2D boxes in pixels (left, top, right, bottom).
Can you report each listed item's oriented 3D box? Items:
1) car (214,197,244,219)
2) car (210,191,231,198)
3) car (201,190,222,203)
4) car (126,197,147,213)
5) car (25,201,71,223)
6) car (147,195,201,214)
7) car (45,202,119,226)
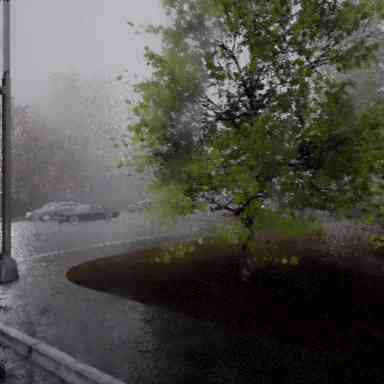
[{"bbox_3d":[3.768,1.348,27.156,1.994,1.385,4.181,0,2,38],"label":"car"},{"bbox_3d":[4.573,0.928,39.944,1.812,1.442,4.674,0,3,38],"label":"car"},{"bbox_3d":[1.980,0.619,42.302,2.150,2.045,5.566,0,3,38],"label":"car"},{"bbox_3d":[-4.506,1.305,33.947,1.837,1.490,4.892,0,2,38],"label":"car"},{"bbox_3d":[-10.512,1.499,26.190,2.128,1.511,4.902,0,1,38],"label":"car"},{"bbox_3d":[-1.613,1.264,31.966,1.882,1.535,5.008,0,2,38],"label":"car"},{"bbox_3d":[-7.687,1.599,24.122,1.895,1.301,4.718,0,1,38],"label":"car"}]
